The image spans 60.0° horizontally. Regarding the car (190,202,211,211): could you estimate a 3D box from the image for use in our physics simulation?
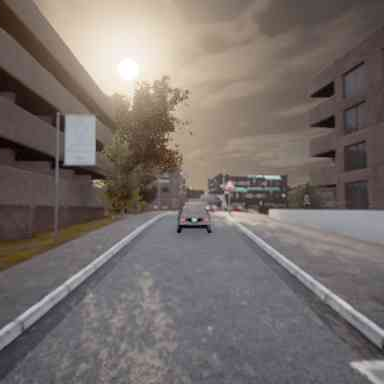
[{"bbox_3d":[1.956,3.490,77.310,2.435,2.045,5.566,2,-4,-30],"label":"car"}]

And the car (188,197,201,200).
[{"bbox_3d":[0.294,1.491,36.561,2.097,1.767,4.553,0,-2,1],"label":"car"}]

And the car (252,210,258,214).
[{"bbox_3d":[13.638,4.784,79.635,1.946,1.575,5.366,7,-5,-30],"label":"car"}]

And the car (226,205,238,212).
[{"bbox_3d":[7.808,4.054,78.389,2.185,1.767,4.553,7,-5,-30],"label":"car"}]

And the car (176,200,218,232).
[{"bbox_3d":[0.099,1.395,18.784,2.033,1.411,5.357,0,0,-1],"label":"car"}]

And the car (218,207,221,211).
[{"bbox_3d":[4.836,3.794,77.894,2.185,1.767,4.553,5,-5,-31],"label":"car"}]

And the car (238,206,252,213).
[{"bbox_3d":[10.805,4.233,78.946,2.435,2.045,5.566,8,-5,-30],"label":"car"}]
